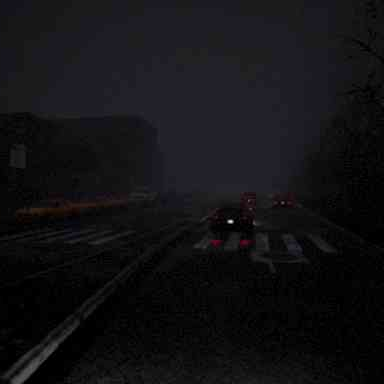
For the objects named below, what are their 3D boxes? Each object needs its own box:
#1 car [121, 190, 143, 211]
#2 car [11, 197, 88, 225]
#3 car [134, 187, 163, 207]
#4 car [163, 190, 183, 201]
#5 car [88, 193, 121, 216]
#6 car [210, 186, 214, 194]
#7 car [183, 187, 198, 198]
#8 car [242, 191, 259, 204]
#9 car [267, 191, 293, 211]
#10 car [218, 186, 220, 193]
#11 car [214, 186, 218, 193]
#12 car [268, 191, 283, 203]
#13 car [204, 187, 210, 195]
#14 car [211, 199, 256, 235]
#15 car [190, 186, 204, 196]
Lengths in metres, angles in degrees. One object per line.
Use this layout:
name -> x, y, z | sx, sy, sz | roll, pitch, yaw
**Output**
car -> -6.829, 0.889, 32.145 | 1.946, 1.575, 5.366 | 0, 1, 12
car -> -9.128, 1.134, 21.342 | 1.946, 1.575, 5.366 | 0, 1, 12
car -> -5.624, 0.513, 37.820 | 2.435, 2.045, 5.566 | 0, 1, 12
car -> -3.338, 0.551, 48.631 | 2.163, 1.488, 4.792 | 0, 1, 12
car -> -7.974, 1.010, 26.741 | 1.946, 1.575, 5.366 | 0, 1, 12
car -> 3.477, -0.203, 80.779 | 1.946, 1.575, 5.366 | 0, 1, 12
car -> -1.036, 0.280, 59.474 | 2.231, 1.521, 4.892 | 0, 1, 12
car -> 7.137, 0.674, 40.977 | 1.837, 1.490, 4.892 | 0, 1, 12
car -> 8.234, 0.922, 30.711 | 2.033, 1.411, 5.357 | 0, 1, 12
car -> 5.767, -0.445, 91.587 | 1.946, 1.575, 5.366 | 0, 1, 12
car -> 4.666, -0.451, 86.392 | 2.185, 1.767, 4.553 | 0, 1, 12
car -> 11.292, 0.574, 45.042 | 1.812, 1.442, 4.674 | 0, 1, 13
car -> 1.999, -0.047, 74.070 | 2.231, 1.521, 4.892 | 0, 1, 13
car -> 2.124, 1.273, 17.083 | 1.994, 1.385, 4.181 | 0, 1, 11
car -> 0.099, -0.093, 64.839 | 2.435, 2.045, 5.566 | 0, 1, 12
